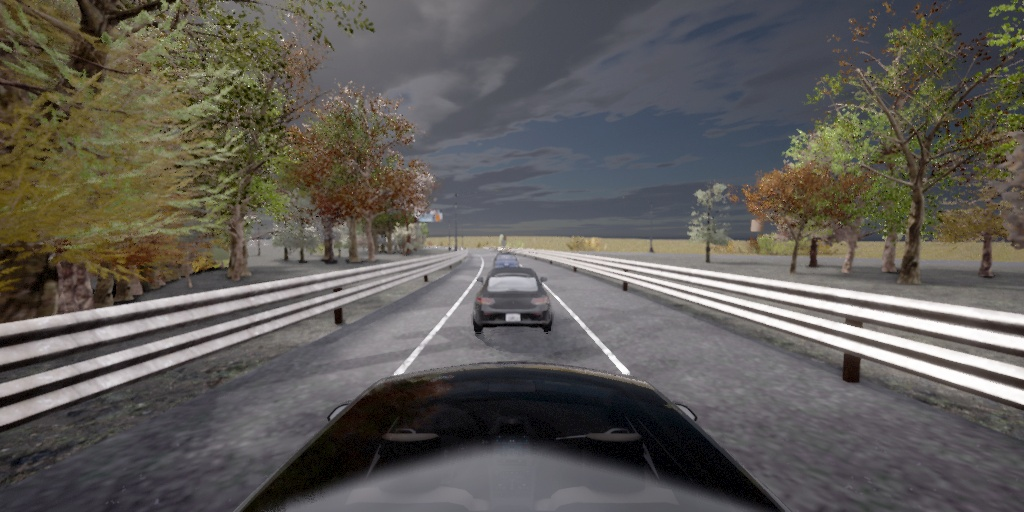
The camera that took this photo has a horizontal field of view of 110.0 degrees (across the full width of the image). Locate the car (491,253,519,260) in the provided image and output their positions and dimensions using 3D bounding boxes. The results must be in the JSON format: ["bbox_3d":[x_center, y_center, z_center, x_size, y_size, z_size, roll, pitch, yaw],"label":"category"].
[{"bbox_3d":[-0.464,0.501,25.626,2.033,1.411,5.357,0,2,-2],"label":"car"}]

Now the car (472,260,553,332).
[{"bbox_3d":[0.004,1.010,9.633,1.812,1.442,4.674,0,2,0],"label":"car"}]
